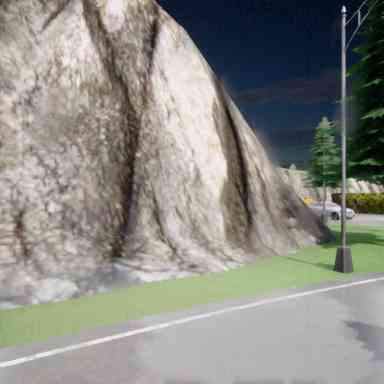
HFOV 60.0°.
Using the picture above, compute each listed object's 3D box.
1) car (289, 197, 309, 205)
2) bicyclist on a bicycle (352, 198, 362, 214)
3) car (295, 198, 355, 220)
[{"bbox_3d":[18.369,1.523,55.722,5.008,1.535,1.882,0,0,-31],"label":"car"},{"bbox_3d":[16.507,1.453,33.370,1.656,1.620,0.582,0,0,-28],"label":"bicyclist on a bicycle"},{"bbox_3d":[11.332,1.526,27.991,1.812,1.442,4.674,0,0,-28],"label":"car"}]
